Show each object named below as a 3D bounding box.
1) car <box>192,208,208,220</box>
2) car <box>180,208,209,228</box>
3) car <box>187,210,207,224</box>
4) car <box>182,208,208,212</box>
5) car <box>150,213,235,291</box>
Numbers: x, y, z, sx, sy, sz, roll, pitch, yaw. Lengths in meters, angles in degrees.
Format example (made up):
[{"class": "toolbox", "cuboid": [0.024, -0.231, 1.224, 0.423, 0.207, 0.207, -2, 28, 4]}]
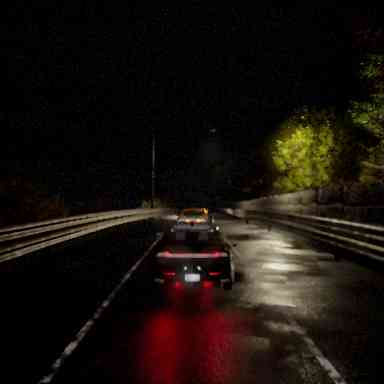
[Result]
[{"class": "car", "cuboid": [1.102, 2.851, 43.930, 1.882, 1.535, 5.008, 0, -2, 4]}, {"class": "car", "cuboid": [0.257, 2.088, 27.418, 2.128, 1.511, 4.902, 0, -3, 2]}, {"class": "car", "cuboid": [0.586, 2.500, 33.883, 1.895, 1.301, 4.718, 0, -3, 2]}, {"class": "car", "cuboid": [0.103, 1.815, 21.134, 1.882, 1.535, 5.008, 0, -2, 1]}, {"class": "car", "cuboid": [0.005, 1.532, 9.044, 2.128, 1.511, 4.902, 0, -1, 0]}]
